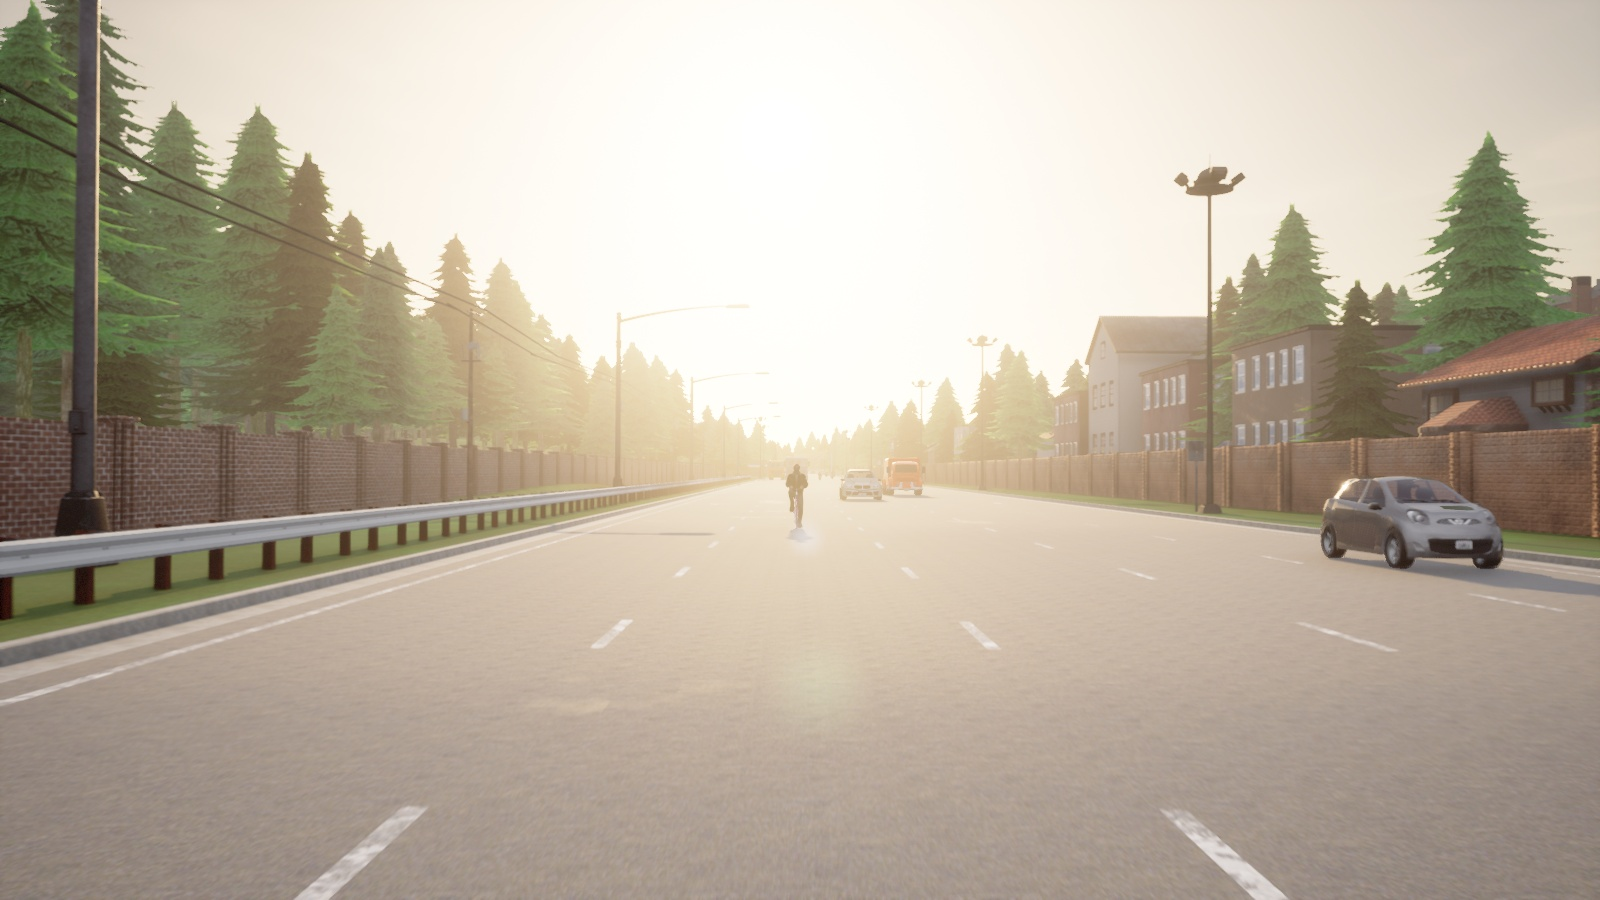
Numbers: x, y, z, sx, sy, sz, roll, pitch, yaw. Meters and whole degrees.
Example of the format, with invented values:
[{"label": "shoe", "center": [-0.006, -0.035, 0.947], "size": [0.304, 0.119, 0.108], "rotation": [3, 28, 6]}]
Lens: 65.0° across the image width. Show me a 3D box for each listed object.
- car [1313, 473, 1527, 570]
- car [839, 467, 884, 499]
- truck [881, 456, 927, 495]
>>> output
[{"label": "car", "center": [10.446, 1.146, 21.472], "size": [1.845, 1.501, 3.633], "rotation": [0, -1, 0]}, {"label": "car", "center": [3.328, 1.799, 68.914], "size": [2.242, 1.667, 4.611], "rotation": [0, -1, 0]}, {"label": "truck", "center": [6.793, 1.684, 82.608], "size": [2.627, 2.467, 5.204], "rotation": [0, -1, 0]}]
